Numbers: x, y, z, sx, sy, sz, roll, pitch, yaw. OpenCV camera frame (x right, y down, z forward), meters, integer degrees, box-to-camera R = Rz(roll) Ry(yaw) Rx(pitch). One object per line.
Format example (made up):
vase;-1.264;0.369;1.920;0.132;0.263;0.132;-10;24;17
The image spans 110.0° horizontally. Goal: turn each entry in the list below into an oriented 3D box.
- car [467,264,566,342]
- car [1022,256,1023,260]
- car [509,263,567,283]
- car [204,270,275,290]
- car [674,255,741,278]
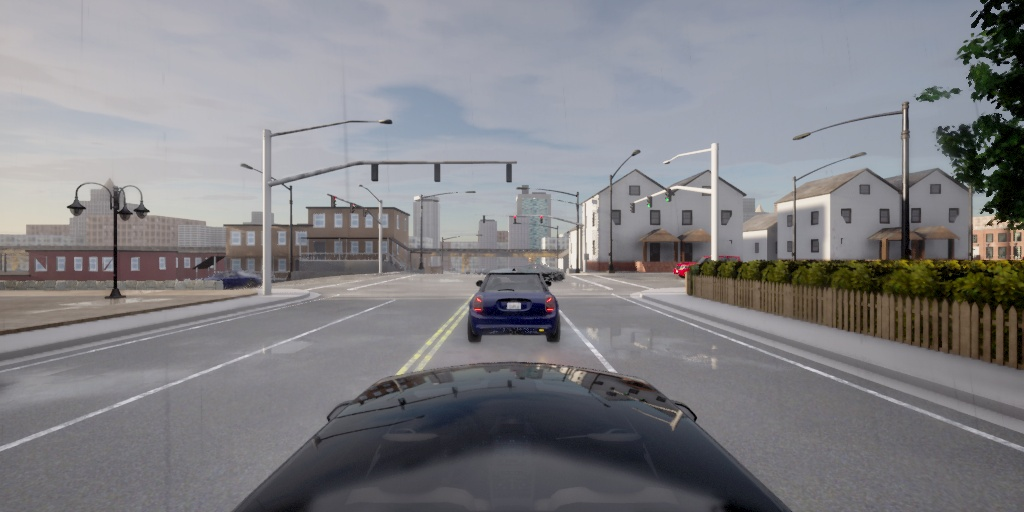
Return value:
car;0.051;1.102;9.905;2.097;1.767;4.553;0;0;0
car;42.772;0.971;27.757;5.566;2.045;2.150;0;0;-1
car;1.911;1.284;27.075;4.181;1.385;1.994;0;0;-1
car;-20.344;1.789;26.704;4.674;1.442;1.812;-4;0;-1
car;17.029;0.971;31.031;5.566;2.045;2.150;0;0;-1
